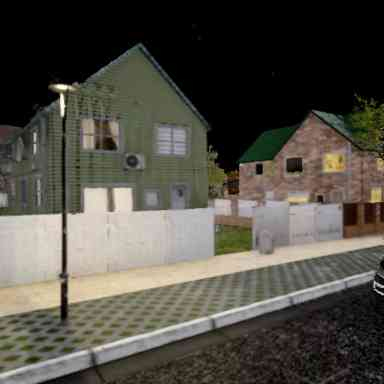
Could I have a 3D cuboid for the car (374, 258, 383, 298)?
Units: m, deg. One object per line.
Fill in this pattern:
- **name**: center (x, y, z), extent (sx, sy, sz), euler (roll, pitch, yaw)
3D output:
- **car**: center (5.857, 1.508, 7.247), extent (4.892, 1.490, 1.837), euler (0, 0, -35)
